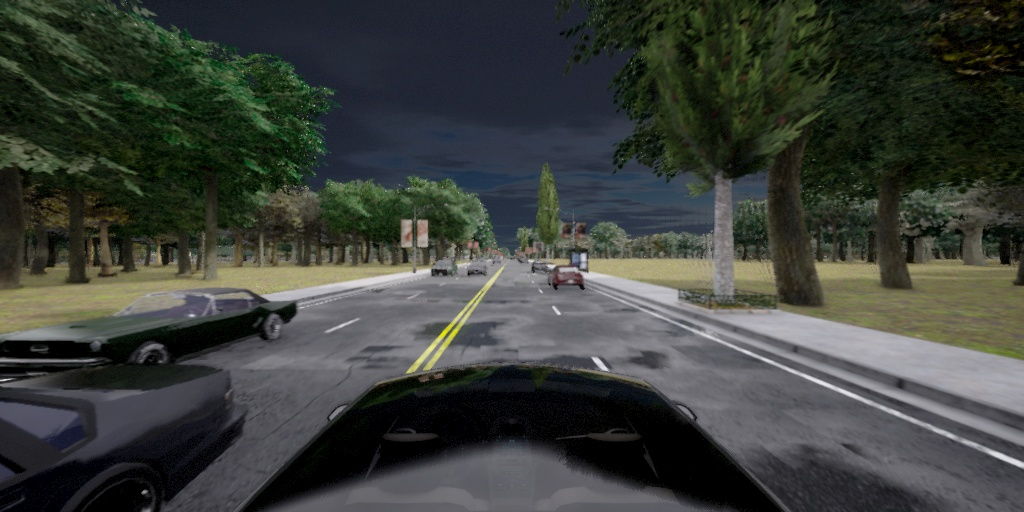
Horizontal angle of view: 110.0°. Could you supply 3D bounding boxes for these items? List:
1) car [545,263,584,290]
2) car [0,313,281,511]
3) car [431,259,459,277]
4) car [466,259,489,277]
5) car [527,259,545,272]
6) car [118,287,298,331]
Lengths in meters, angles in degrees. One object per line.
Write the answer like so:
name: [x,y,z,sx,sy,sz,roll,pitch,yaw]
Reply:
car: [3.354,1.278,22.672,1.812,1.442,4.674,0,0,0]
car: [-3.341,1.297,0.869,2.033,1.411,5.357,0,0,0]
car: [-6.583,1.105,35.417,2.097,1.767,4.553,0,0,0]
car: [-3.335,1.260,35.399,1.837,1.490,4.892,0,0,0]
car: [3.359,1.250,44.827,2.128,1.511,4.902,0,0,0]
car: [-6.569,1.350,7.198,1.895,1.301,4.718,0,0,0]
